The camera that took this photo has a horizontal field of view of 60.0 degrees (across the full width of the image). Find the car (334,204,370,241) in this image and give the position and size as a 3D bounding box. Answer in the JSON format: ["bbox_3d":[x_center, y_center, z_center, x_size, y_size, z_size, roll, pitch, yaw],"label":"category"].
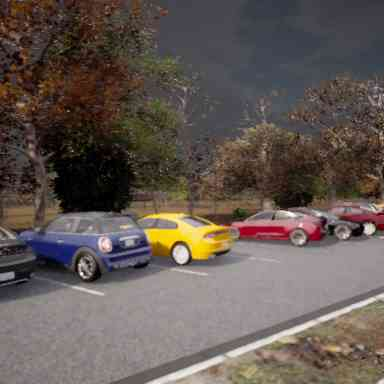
[{"bbox_3d":[6.154,1.536,17.024,4.792,1.488,2.163,-1,-1,33],"label":"car"}]

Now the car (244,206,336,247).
[{"bbox_3d":[3.727,1.537,15.272,4.792,1.488,2.163,-1,-1,33],"label":"car"}]

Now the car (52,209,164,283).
[{"bbox_3d":[-3.385,1.382,9.975,4.553,1.767,2.185,-1,-1,34],"label":"car"}]

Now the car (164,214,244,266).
[{"bbox_3d":[-1.005,1.508,11.728,5.008,1.535,2.097,-1,-1,34],"label":"car"}]

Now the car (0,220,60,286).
[{"bbox_3d":[-5.814,1.510,8.253,4.892,1.521,2.231,-1,0,34],"label":"car"}]

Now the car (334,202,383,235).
[{"bbox_3d":[8.484,1.506,18.826,5.008,1.535,2.097,-1,-1,33],"label":"car"}]
